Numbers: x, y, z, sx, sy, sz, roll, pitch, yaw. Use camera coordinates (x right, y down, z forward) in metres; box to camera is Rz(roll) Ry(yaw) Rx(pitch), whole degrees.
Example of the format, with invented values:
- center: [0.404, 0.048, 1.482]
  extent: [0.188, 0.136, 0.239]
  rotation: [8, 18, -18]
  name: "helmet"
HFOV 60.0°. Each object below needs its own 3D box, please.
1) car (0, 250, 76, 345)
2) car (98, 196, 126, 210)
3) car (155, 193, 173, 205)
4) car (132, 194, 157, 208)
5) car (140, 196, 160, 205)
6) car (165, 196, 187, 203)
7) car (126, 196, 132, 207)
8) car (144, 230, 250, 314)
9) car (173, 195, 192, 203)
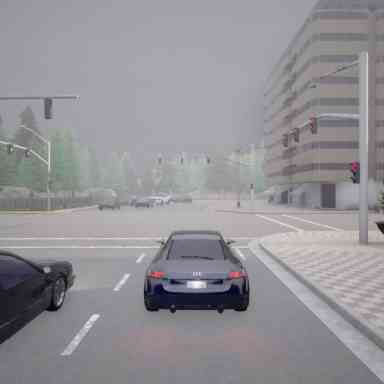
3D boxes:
- center: [-3.428, 1.547, 4.694]
  extent: [2.033, 1.411, 5.357]
  rotation: [0, 0, 0]
  name: "car"
- center: [-10.477, 1.547, 42.820]
  extent: [2.033, 1.411, 5.357]
  rotation: [0, 0, 1]
  name: "car"
- center: [-5.551, 1.221, 57.604]
  extent: [2.150, 2.045, 5.566]
  rotation: [0, 0, 15]
  name: "car"
- center: [-6.778, 1.477, 47.586]
  extent: [1.882, 1.535, 5.008]
  rotation: [0, 0, 3]
  name: "car"
- center: [-7.769, 1.526, 62.177]
  extent: [1.812, 1.442, 4.674]
  rotation: [0, 0, 20]
  name: "car"
- center: [-3.375, 1.540, 71.564]
  extent: [2.033, 1.411, 5.357]
  rotation: [0, 0, 31]
  name: "car"
- center: [-9.853, 1.352, 52.283]
  extent: [2.097, 1.767, 4.553]
  rotation: [0, 0, 6]
  name: "car"
- center: [0.090, 1.564, 7.729]
  extent: [1.994, 1.385, 4.181]
  rotation: [0, 0, 0]
  name: "car"
- center: [-1.819, 1.352, 67.117]
  extent: [2.097, 1.767, 4.553]
  rotation: [0, 0, 28]
  name: "car"
